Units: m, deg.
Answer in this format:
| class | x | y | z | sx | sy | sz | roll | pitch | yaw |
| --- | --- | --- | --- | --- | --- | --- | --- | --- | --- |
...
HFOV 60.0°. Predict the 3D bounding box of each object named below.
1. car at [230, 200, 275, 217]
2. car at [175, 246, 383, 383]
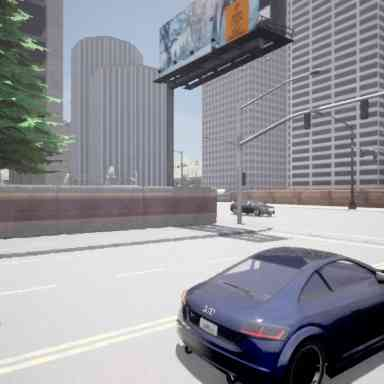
| class | x | y | z | sx | sy | sz | roll | pitch | yaw |
| --- | --- | --- | --- | --- | --- | --- | --- | --- | --- |
| car | 5.667 | 1.491 | 31.549 | 2.128 | 1.511 | 4.902 | 0 | 0 | -34 |
| car | 1.837 | 1.564 | 5.099 | 4.181 | 1.385 | 1.994 | 0 | 0 | -35 |
